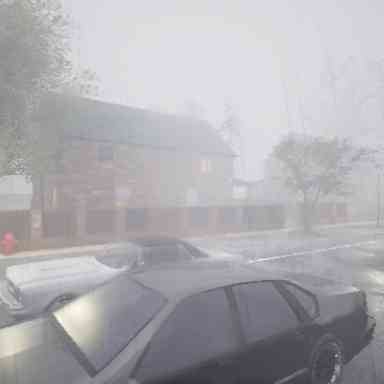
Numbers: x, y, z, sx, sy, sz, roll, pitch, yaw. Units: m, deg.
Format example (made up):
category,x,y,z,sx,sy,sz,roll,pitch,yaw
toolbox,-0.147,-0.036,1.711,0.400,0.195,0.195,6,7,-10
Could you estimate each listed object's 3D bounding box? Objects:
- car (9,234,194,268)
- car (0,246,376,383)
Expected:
category,x,y,z,sx,sy,sz,roll,pitch,yaw
car,-1.215,1.609,6.791,4.718,1.301,1.895,0,0,-35
car,-0.115,1.553,3.594,5.357,1.411,2.033,0,0,-35
